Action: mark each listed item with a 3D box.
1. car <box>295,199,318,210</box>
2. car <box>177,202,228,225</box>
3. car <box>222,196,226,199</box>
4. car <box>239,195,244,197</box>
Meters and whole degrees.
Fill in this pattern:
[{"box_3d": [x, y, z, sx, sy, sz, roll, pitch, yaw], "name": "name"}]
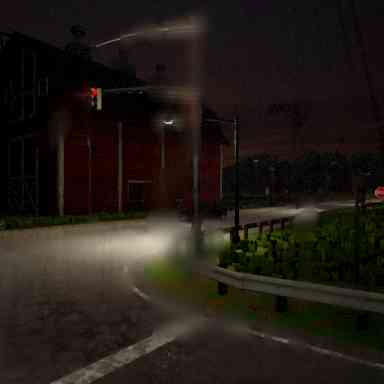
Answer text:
[{"box_3d": [15.261, 1.591, 44.174, 1.994, 1.385, 4.181, 0, 0, 37], "name": "car"}, {"box_3d": [0.880, 1.531, 24.946, 1.837, 1.490, 4.892, 0, 0, 37], "name": "car"}, {"box_3d": [6.341, 1.532, 78.050, 1.816, 1.474, 4.193, 0, 0, 36], "name": "car"}, {"box_3d": [12.940, 1.547, 89.158, 1.784, 1.438, 3.905, 0, 0, 36], "name": "car"}]
